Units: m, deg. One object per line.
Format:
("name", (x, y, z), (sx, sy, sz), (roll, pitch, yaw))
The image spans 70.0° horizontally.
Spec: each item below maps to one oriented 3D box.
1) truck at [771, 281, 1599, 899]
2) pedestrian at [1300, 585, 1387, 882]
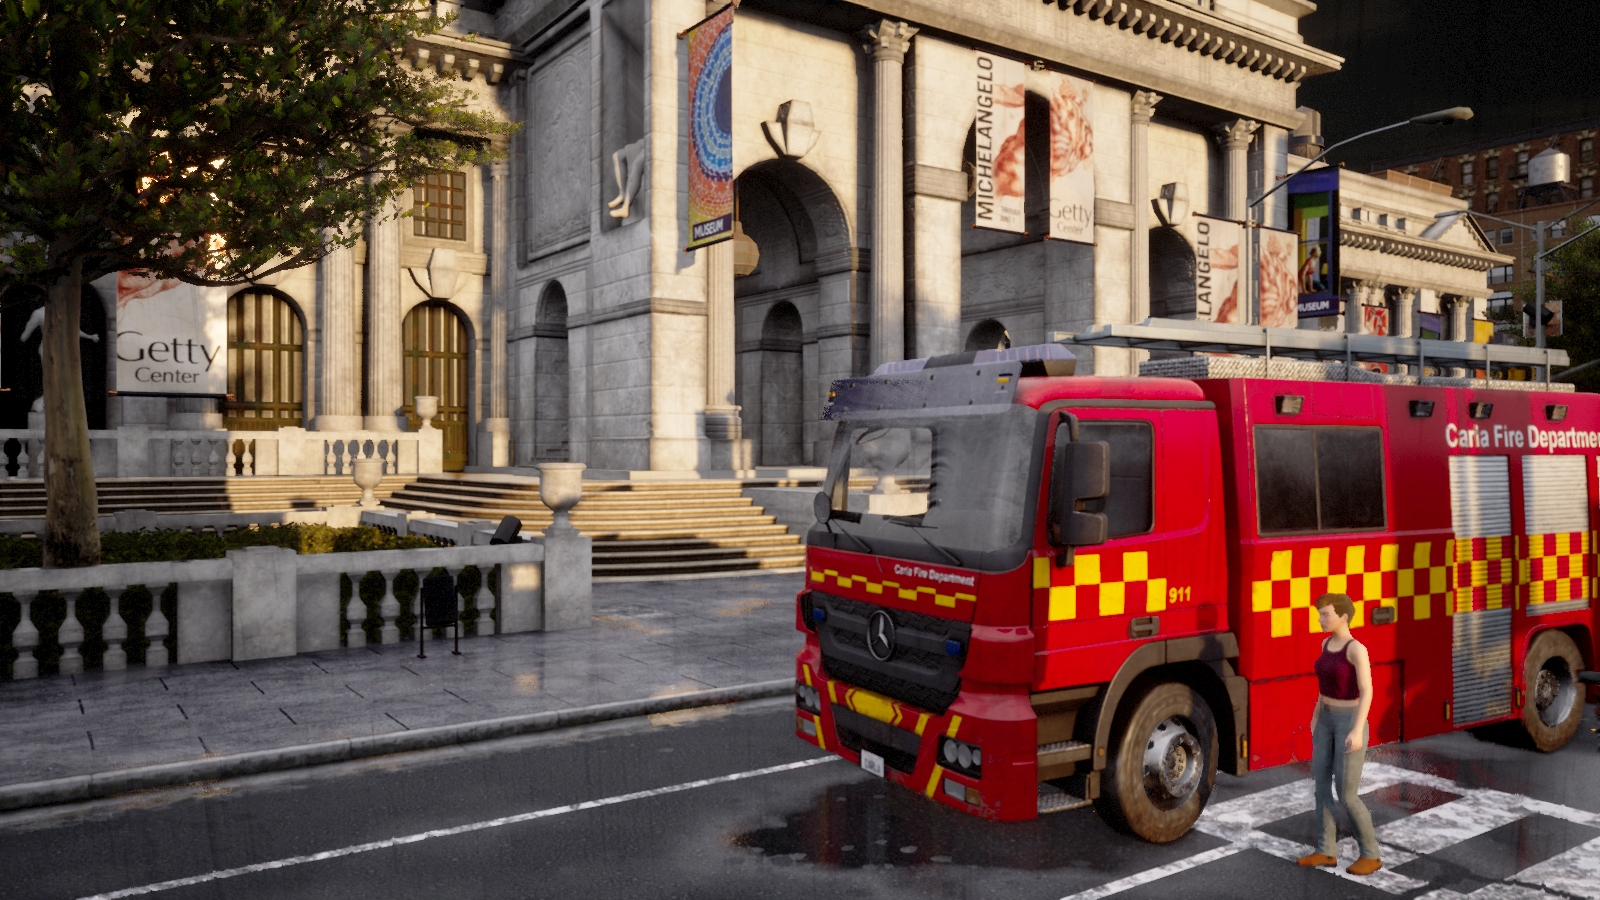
("truck", (4.164, 0.889, 10.275), (8.468, 3.827, 2.891), (0, 0, -29))
("pedestrian", (3.585, 1.848, 7.549), (0.375, 1.860, 0.375), (0, 0, -7))
